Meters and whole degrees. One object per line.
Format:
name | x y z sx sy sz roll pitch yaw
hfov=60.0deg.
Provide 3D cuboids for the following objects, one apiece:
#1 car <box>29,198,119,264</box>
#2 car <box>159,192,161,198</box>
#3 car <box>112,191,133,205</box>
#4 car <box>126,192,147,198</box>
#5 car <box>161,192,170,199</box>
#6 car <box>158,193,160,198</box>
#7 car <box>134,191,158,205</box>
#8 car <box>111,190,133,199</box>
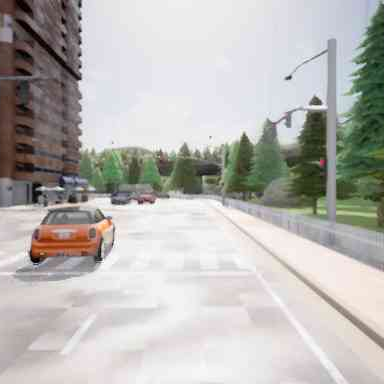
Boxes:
car | -3.973 1.271 11.794 2.097 1.767 4.553 0 0 -7
car | -10.281 0.688 79.031 2.150 2.045 5.566 0 0 -39
car | -10.597 1.017 49.303 2.097 1.767 4.553 0 0 0
car | -14.692 0.854 88.009 5.357 1.411 2.033 0 0 32
car | -7.410 0.804 81.028 2.097 1.767 4.553 0 0 -39
car | -8.448 1.135 68.285 1.895 1.301 4.718 0 0 -14
car | -7.104 0.860 51.898 2.150 2.045 5.566 0 1 0
car | -18.126 0.633 86.111 5.566 2.045 2.150 0 0 32
